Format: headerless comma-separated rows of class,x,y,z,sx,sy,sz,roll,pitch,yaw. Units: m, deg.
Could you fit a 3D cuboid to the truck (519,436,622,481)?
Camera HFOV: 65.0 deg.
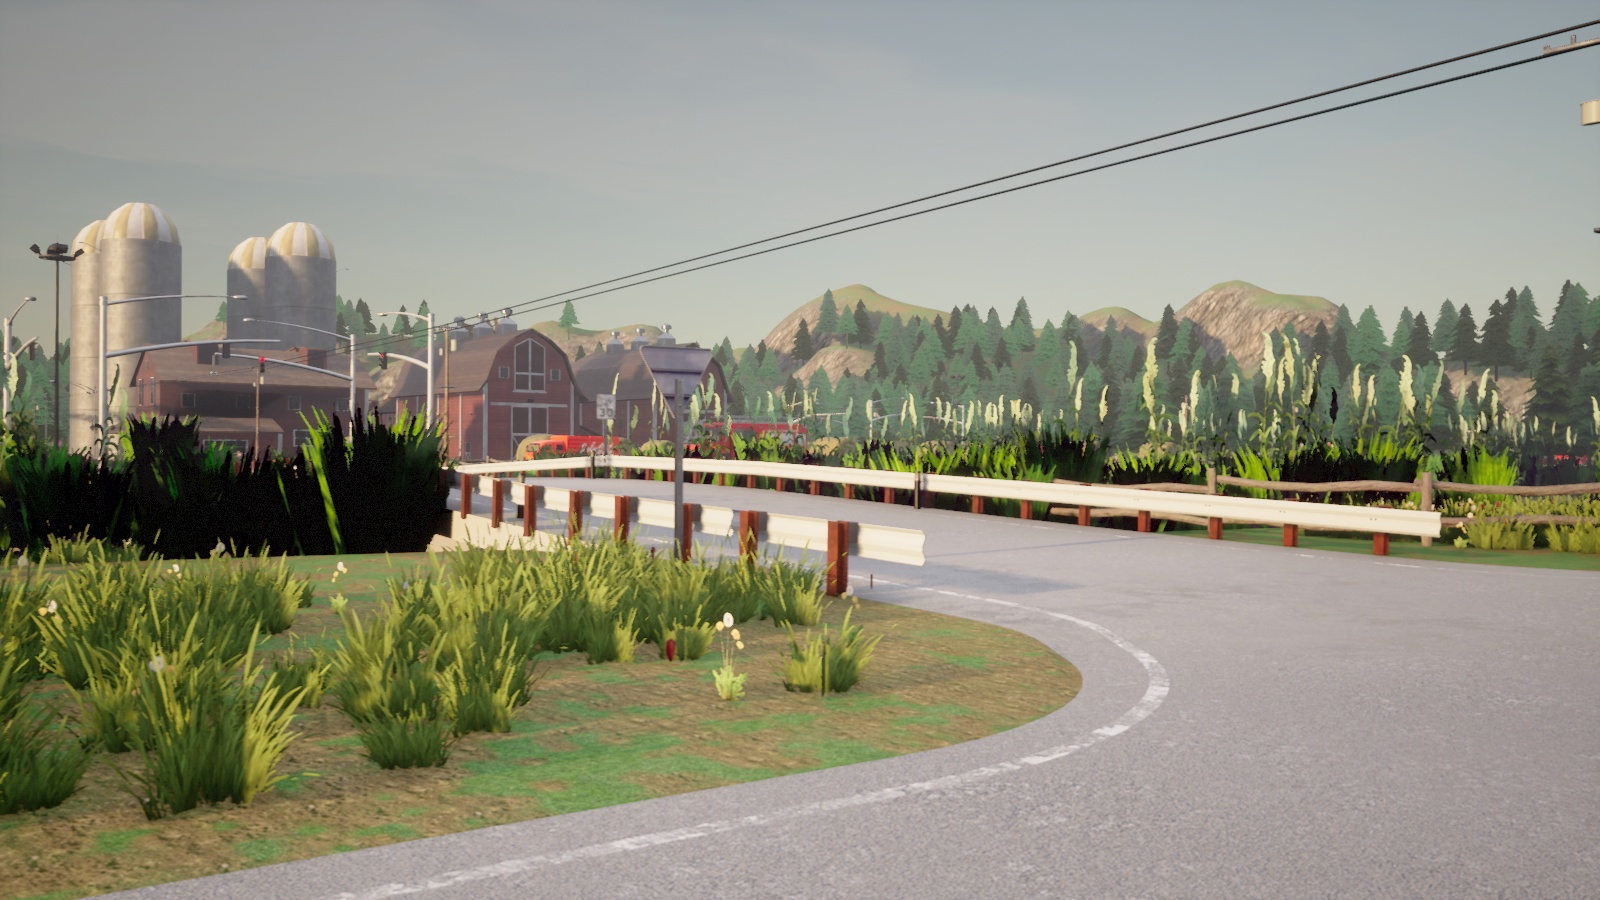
truck,-13.164,0.466,72.194,5.204,2.467,2.627,0,0,-38

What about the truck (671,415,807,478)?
truck,-3.797,-0.198,79.569,8.468,3.827,2.891,0,0,-38
